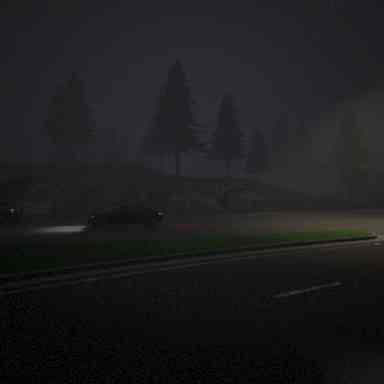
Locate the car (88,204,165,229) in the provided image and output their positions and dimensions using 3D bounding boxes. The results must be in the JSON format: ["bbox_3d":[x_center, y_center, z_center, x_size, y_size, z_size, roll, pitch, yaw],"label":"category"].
[{"bbox_3d":[-4.042,1.458,20.674,4.674,1.442,1.812,0,0,-12],"label":"car"}]

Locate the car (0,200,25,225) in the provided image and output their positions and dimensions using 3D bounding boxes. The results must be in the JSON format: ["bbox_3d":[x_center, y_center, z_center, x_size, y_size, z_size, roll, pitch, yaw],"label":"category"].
[{"bbox_3d":[-14.124,1.329,22.802,4.553,1.767,2.097,0,0,-7],"label":"car"}]
